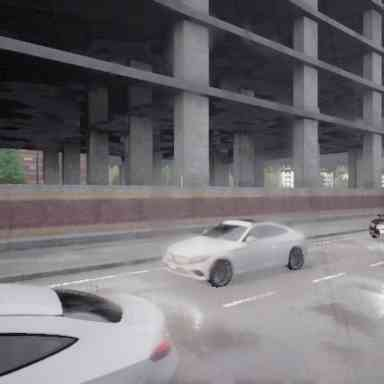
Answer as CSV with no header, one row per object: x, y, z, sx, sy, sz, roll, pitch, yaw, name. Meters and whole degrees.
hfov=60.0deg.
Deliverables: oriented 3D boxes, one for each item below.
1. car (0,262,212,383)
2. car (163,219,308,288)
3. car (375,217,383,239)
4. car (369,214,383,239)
-2.256,1.526,2.340,4.674,1.442,1.812,0,0,-37,car
1.409,1.526,9.423,4.674,1.442,1.812,0,0,-37,car
7.421,1.507,9.524,4.892,1.490,1.837,1,0,-37,car
10.444,1.492,16.125,4.902,1.511,2.128,0,0,-37,car
